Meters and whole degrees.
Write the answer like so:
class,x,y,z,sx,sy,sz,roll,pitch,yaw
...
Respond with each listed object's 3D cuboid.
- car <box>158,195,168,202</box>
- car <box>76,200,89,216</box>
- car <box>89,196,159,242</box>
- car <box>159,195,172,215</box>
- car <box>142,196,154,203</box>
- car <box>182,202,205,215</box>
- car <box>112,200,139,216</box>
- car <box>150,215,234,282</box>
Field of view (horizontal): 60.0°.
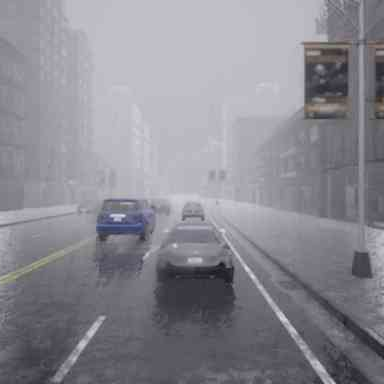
class,x,y,z,sx,sy,sz,roll,pitch,yaw
car,-6.480,1.504,74.822,1.812,1.442,4.674,0,0,0
car,-9.839,1.543,32.791,2.128,1.511,4.902,0,0,0
car,-3.148,1.262,16.781,2.150,2.045,5.566,0,0,0
car,-3.144,1.404,33.013,2.097,1.767,4.553,0,0,0
car,-9.730,1.599,73.993,1.994,1.385,4.181,0,0,0
car,0.102,1.597,28.394,2.033,1.411,5.357,0,0,0
car,-6.588,1.578,33.635,1.812,1.442,4.674,0,0,0
car,0.086,1.591,9.857,1.994,1.385,4.181,0,0,0
